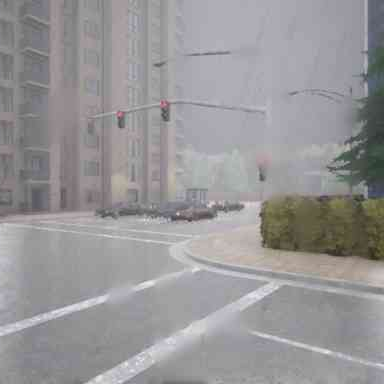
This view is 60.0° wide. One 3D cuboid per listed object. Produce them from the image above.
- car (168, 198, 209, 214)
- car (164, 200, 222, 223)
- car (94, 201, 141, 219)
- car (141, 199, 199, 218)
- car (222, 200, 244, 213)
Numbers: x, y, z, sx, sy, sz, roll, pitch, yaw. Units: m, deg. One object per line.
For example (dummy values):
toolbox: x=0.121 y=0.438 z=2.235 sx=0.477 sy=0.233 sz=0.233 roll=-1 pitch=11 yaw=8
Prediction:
car: x=-0.325 y=1.491 z=37.250 sx=2.128 sy=1.511 sz=4.902 roll=0 pitch=0 yaw=36
car: x=0.181 y=1.564 z=25.837 sx=1.994 sy=1.385 sz=4.181 roll=0 pitch=0 yaw=37
car: x=-6.016 y=1.547 z=29.452 sx=2.033 sy=1.411 sz=5.357 roll=0 pitch=0 yaw=36
car: x=-1.680 y=1.547 z=29.459 sx=2.033 sy=1.411 sz=5.357 roll=0 pitch=0 yaw=36
car: x=3.974 y=1.601 z=37.201 sx=1.895 sy=1.301 sz=4.718 roll=0 pitch=0 yaw=36
